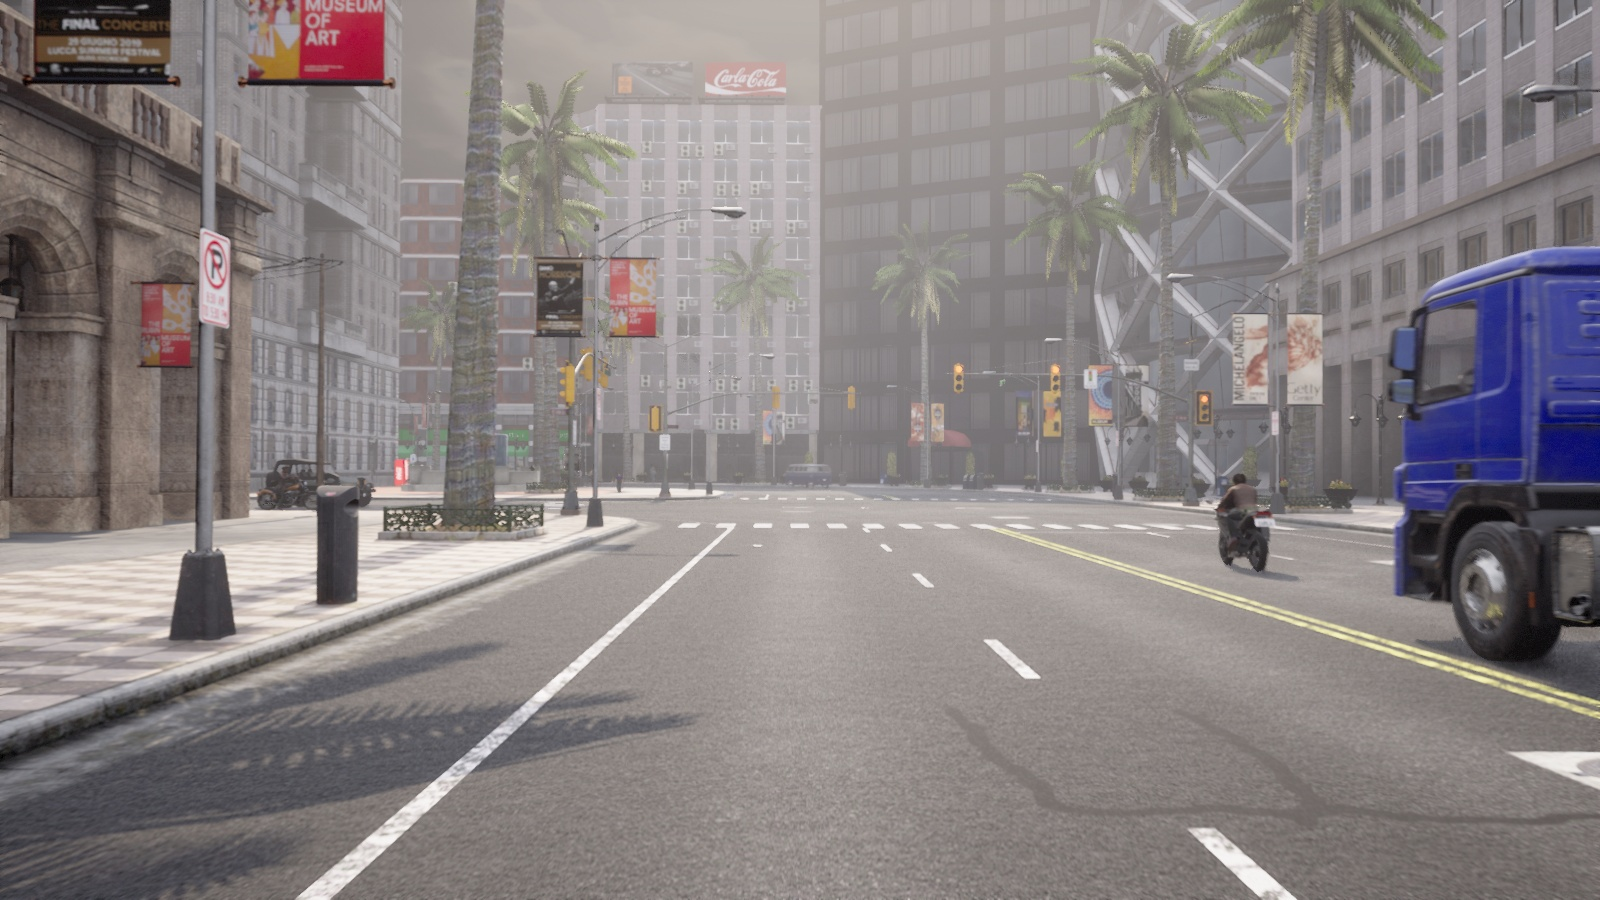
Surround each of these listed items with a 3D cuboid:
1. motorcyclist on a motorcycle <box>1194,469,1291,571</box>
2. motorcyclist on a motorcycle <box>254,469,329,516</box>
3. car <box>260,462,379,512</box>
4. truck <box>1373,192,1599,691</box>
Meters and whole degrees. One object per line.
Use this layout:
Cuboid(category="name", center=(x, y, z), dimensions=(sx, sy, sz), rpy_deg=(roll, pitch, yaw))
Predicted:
Cuboid(category="motorcyclist on a motorcycle", center=(6.988, 1.070, 19.935), dimensions=(0.797, 1.523, 2.044), rpy_deg=(0, -1, 0))
Cuboid(category="motorcyclist on a motorcycle", center=(-18.200, 1.520, 44.953), dimensions=(2.350, 1.649, 0.766), rpy_deg=(0, -1, 0))
Cuboid(category="car", center=(-18.493, 1.420, 48.453), dimensions=(3.866, 1.878, 1.905), rpy_deg=(0, -1, 0))
Cuboid(category="truck", center=(6.999, -0.073, 8.159), dimensions=(2.891, 3.462, 7.936), rpy_deg=(0, -1, 0))
